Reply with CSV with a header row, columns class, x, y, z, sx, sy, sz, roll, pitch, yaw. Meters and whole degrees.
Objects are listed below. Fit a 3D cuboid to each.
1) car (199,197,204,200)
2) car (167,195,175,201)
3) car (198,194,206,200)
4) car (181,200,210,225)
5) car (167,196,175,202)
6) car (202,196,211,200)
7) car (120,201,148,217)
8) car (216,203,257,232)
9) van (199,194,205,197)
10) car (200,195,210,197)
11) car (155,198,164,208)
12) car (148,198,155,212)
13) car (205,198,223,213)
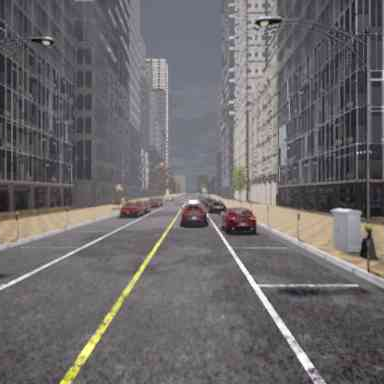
class,x,y,z,sx,sy,sz,roll,pitch,yaw
car,0.185,1.664,41.524,1.895,1.301,4.718,0,0,0
car,-5.510,1.637,88.362,2.008,1.369,4.403,0,0,0
car,2.884,1.399,94.025,2.192,1.841,5.009,0,0,0
car,0.158,1.570,24.312,1.812,1.442,4.674,0,0,0
car,-5.522,1.612,82.498,1.752,1.417,4.829,0,0,0
car,2.790,1.636,48.487,1.947,1.339,4.313,0,0,0
car,-5.625,1.599,31.434,1.887,1.381,4.507,0,0,0
car,2.733,1.582,20.026,1.887,1.381,4.507,0,0,0
van,2.825,1.422,65.566,1.690,1.788,3.998,0,0,0
car,2.814,1.644,59.871,1.947,1.339,4.313,0,0,0
car,-5.590,1.616,48.512,1.887,1.381,4.507,0,0,0
car,-5.613,1.642,37.128,1.802,1.307,4.206,0,0,0
car,2.767,1.625,37.103,1.947,1.339,4.313,0,0,0
